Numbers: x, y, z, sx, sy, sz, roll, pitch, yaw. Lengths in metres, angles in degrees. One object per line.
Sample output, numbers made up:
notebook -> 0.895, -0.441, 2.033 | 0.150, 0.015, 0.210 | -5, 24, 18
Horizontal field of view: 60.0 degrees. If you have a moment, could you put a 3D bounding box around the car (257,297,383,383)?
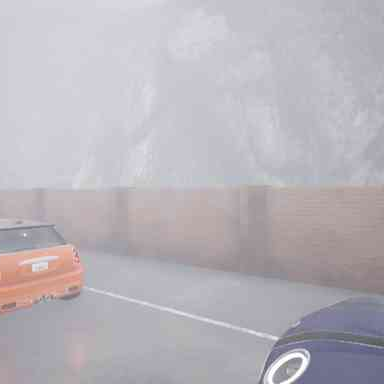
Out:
car -> 2.703, 1.352, 2.102 | 4.553, 1.767, 2.097 | 0, 0, 35

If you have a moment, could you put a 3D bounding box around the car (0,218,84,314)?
car -> -4.433, 1.352, 7.159 | 4.553, 1.767, 2.097 | 0, 0, 36
